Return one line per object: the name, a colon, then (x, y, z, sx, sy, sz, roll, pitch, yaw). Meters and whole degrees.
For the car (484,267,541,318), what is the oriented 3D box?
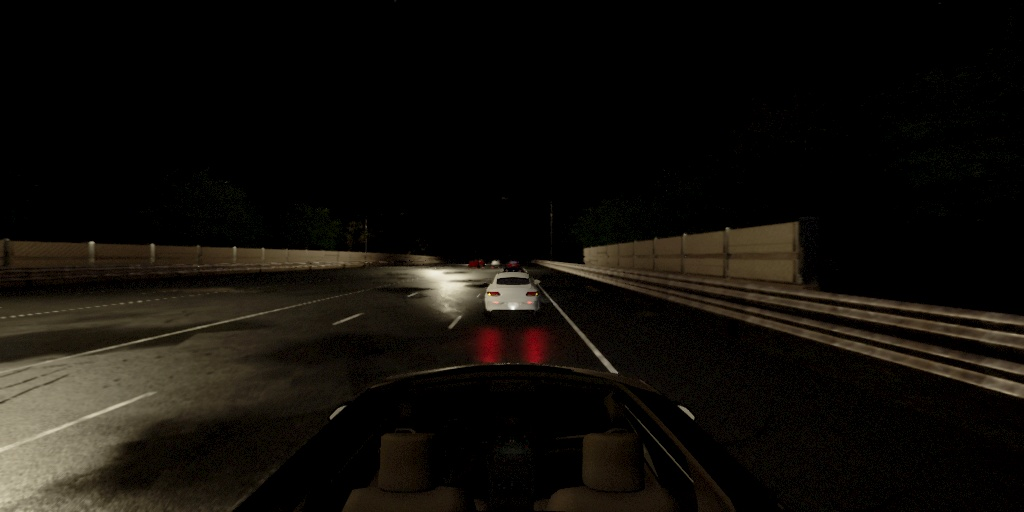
car: (0.035, 1.287, 12.954, 1.812, 1.442, 4.674, 0, 0, 0)

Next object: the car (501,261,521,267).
car: (0.125, 1.430, 35.878, 1.895, 1.301, 4.718, 0, 0, 0)

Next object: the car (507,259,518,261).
car: (0.218, 1.487, 60.063, 1.994, 1.385, 4.181, 0, -1, 0)
